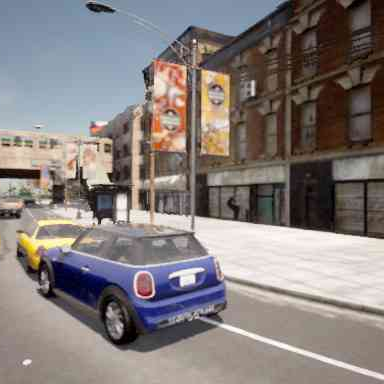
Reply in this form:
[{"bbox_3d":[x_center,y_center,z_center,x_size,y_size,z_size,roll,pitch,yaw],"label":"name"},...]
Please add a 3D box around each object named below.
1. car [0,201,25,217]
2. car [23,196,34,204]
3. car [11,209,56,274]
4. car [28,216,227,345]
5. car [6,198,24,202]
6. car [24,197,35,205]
[{"bbox_3d":[-17.511,1.827,31.894,1.895,1.301,4.718,1,-1,-24],"label":"car"},{"bbox_3d":[-39.983,1.966,81.110,2.185,1.767,4.553,1,-1,-29],"label":"car"},{"bbox_3d":[-4.641,1.551,10.985,1.801,1.575,5.366,1,-1,-33],"label":"car"},{"bbox_3d":[-1.498,1.427,6.878,2.097,1.767,4.553,1,-1,-42],"label":"car"},{"bbox_3d":[-23.377,1.661,43.364,2.097,1.767,4.553,1,-1,-27],"label":"car"},{"bbox_3d":[-34.921,2.025,71.597,2.231,1.521,4.892,1,-1,-19],"label":"car"}]
